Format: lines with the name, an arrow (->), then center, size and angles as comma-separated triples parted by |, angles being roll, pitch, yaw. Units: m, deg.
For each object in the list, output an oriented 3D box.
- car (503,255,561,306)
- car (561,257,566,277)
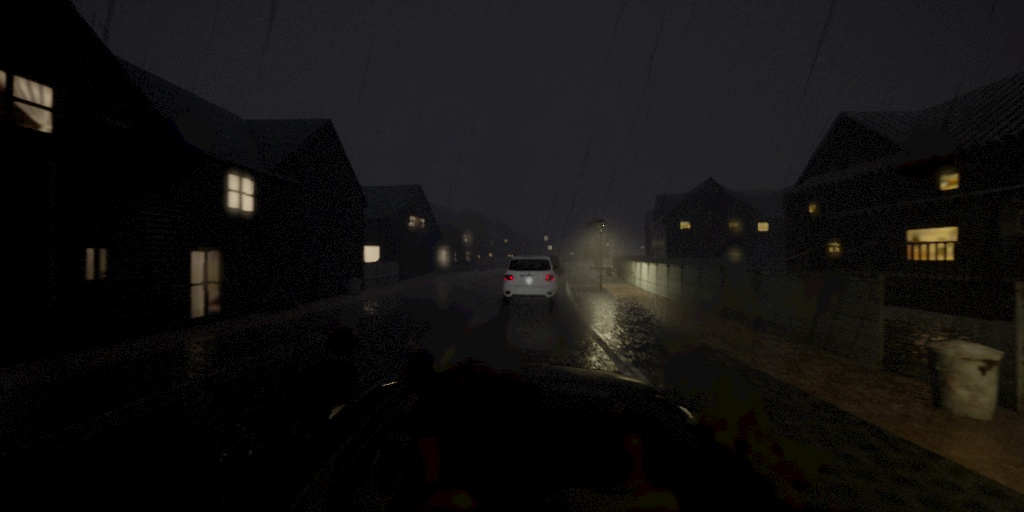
car -> 0.898, 0.979, 16.061 | 2.150, 2.045, 5.566 | 0, 0, 6
car -> 3.948, 0.898, 34.974 | 2.150, 2.045, 5.566 | 0, 0, 13
